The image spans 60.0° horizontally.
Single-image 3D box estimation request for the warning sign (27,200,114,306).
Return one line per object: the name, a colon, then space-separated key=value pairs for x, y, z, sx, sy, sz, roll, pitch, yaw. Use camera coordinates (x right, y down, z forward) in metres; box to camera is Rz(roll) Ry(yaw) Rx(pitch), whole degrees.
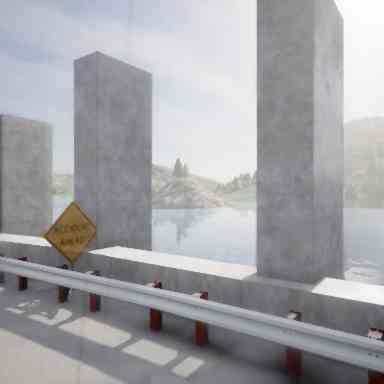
warning sign: x=-2.455 y=1.114 z=6.798 sx=1.060 sy=1.860 sz=1.300 roll=0 pitch=0 yaw=34
